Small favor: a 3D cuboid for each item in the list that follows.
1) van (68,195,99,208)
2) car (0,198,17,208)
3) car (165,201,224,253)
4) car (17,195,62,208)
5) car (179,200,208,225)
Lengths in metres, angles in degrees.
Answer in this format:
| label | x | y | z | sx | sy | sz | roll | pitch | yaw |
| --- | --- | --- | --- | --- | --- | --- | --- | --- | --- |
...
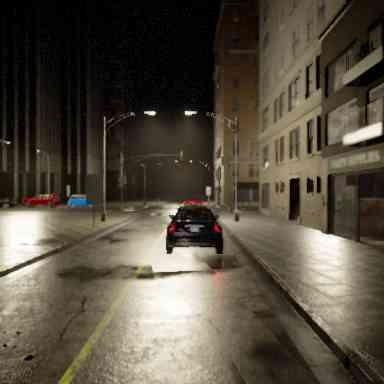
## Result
| label | x | y | z | sx | sy | sz | roll | pitch | yaw |
| --- | --- | --- | --- | --- | --- | --- | --- | --- | --- |
| van | -14.725 | 1.299 | 45.281 | 3.998 | 1.788 | 1.690 | 0 | 0 | -1 |
| car | -26.005 | 1.521 | 45.109 | 4.313 | 1.339 | 1.947 | 0 | 0 | -1 |
| car | 0.099 | 1.323 | 13.716 | 2.097 | 1.767 | 4.553 | 0 | 0 | 0 |
| car | -20.365 | 1.272 | 45.194 | 5.009 | 1.841 | 2.192 | 0 | 0 | -1 |
| car | 0.099 | 1.430 | 24.461 | 1.882 | 1.535 | 5.008 | 0 | 0 | 0 |
